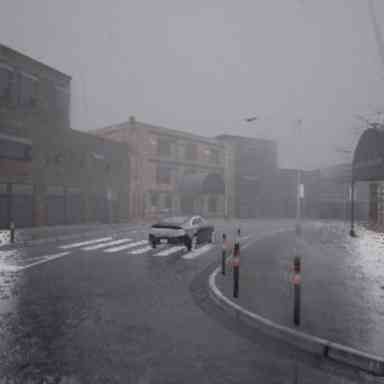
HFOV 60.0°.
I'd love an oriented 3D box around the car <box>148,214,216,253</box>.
[{"bbox_3d":[-0.282,1.768,15.294,2.128,1.511,4.902,1,-1,20],"label":"car"}]
